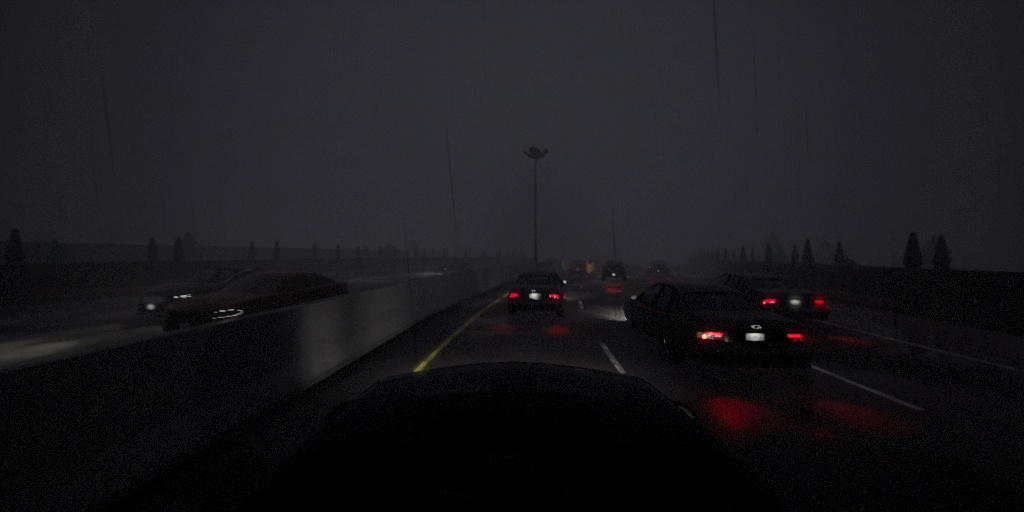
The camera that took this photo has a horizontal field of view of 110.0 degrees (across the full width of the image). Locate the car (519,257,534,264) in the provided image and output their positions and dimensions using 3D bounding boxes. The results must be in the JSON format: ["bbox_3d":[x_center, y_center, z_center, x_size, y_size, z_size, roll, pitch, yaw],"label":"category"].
[{"bbox_3d":[2.497,0.967,52.838,1.837,1.490,4.892,0,1,23],"label":"car"}]

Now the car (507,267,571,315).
[{"bbox_3d":[1.002,1.234,13.227,2.033,1.411,5.357,0,0,8],"label":"car"}]

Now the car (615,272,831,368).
[{"bbox_3d":[3.944,1.276,8.008,2.033,1.411,5.357,0,0,5],"label":"car"}]

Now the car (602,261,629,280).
[{"bbox_3d":[8.372,1.126,29.226,1.837,1.490,4.892,0,0,18],"label":"car"}]

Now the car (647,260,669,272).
[{"bbox_3d":[14.016,1.138,34.421,1.812,1.442,4.674,0,0,21],"label":"car"}]

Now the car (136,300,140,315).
[{"bbox_3d":[-9.784,1.142,12.436,2.128,1.511,4.902,0,0,7],"label":"car"}]

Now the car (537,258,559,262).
[{"bbox_3d":[5.400,0.979,50.717,2.128,1.511,4.902,0,0,23],"label":"car"}]

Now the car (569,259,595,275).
[{"bbox_3d":[7.012,1.057,35.670,1.882,1.535,5.008,0,0,21],"label":"car"}]

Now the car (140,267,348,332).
[{"bbox_3d":[-6.539,1.155,9.901,1.882,1.535,5.008,0,0,6],"label":"car"}]

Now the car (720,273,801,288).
[{"bbox_3d":[7.893,1.267,12.044,2.033,1.411,5.357,0,0,8],"label":"car"}]

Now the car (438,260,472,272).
[{"bbox_3d":[-6.374,1.102,40.539,1.895,1.301,4.718,0,0,21],"label":"car"}]
